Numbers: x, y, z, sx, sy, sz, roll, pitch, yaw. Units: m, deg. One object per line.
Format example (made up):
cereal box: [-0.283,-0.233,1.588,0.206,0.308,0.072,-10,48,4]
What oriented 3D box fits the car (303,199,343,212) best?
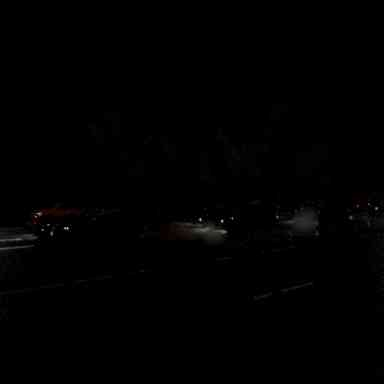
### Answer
car: [14.674,1.496,37.096,4.718,1.301,1.895,0,0,-36]

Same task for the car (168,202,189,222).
car: [-0.861,1.519,26.114,4.181,1.385,1.994,0,0,-36]

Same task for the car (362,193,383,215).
car: [18.793,1.116,31.437,5.566,2.045,2.150,0,0,-36]

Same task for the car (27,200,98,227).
car: [-7.886,1.334,21.097,4.553,1.767,2.097,0,0,-35]

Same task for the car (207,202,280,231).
car: [3.369,1.518,20.532,4.181,1.385,1.994,0,0,-35]

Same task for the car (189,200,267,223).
car: [2.740,1.496,24.384,5.357,1.411,2.033,0,0,-36]

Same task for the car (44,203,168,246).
car: [-3.877,1.474,15.358,4.902,1.511,2.128,0,0,-36]

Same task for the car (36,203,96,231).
car: [-5.478,1.528,18.561,5.357,1.411,2.033,0,0,-35]

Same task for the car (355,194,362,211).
car: [19.485,1.106,36.216,5.566,2.045,2.150,0,0,-35]

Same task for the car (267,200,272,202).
car: [6.268,1.453,31.171,4.674,1.442,1.812,0,0,-35]

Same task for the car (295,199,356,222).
car: [10.222,1.492,25.407,4.181,1.385,1.994,0,0,-35]

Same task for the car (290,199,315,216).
car: [10.993,1.422,30.231,4.892,1.490,1.837,0,0,-35]
